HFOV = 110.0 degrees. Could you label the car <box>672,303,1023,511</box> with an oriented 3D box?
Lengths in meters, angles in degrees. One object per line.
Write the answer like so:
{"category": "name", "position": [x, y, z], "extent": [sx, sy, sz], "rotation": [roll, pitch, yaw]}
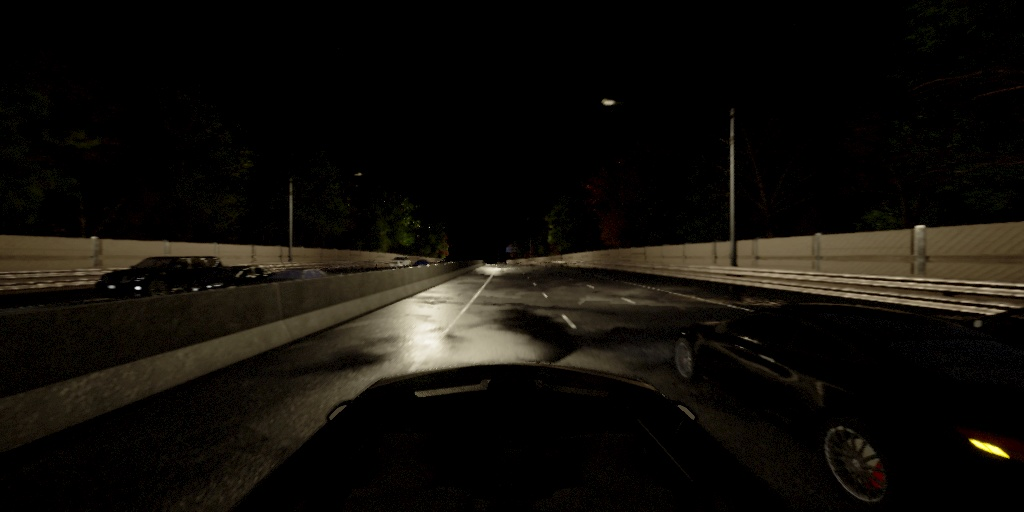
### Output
{"category": "car", "position": [3.609, 1.271, 4.137], "extent": [1.812, 1.442, 4.674], "rotation": [0, 0, 0]}

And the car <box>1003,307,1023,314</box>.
{"category": "car", "position": [7.095, 1.218, 4.097], "extent": [1.882, 1.535, 5.008], "rotation": [0, 0, 0]}

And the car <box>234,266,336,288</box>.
{"category": "car", "position": [-10.656, 1.317, 17.840], "extent": [2.033, 1.411, 5.357], "rotation": [0, 0, 0]}

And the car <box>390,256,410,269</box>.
{"category": "car", "position": [-18.406, 1.090, 59.287], "extent": [2.150, 2.045, 5.566], "rotation": [0, 0, -1]}

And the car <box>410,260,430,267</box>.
{"category": "car", "position": [-14.914, 1.328, 59.439], "extent": [1.882, 1.535, 5.008], "rotation": [0, 0, -1]}

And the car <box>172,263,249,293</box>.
{"category": "car", "position": [-14.158, 1.279, 18.436], "extent": [1.837, 1.490, 4.892], "rotation": [0, 0, 0]}

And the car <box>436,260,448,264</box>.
{"category": "car", "position": [-11.415, 1.412, 59.298], "extent": [1.994, 1.385, 4.181], "rotation": [0, -1, -1]}

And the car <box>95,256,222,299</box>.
{"category": "car", "position": [-17.659, 1.001, 18.557], "extent": [2.150, 2.045, 5.566], "rotation": [0, 0, 0]}
